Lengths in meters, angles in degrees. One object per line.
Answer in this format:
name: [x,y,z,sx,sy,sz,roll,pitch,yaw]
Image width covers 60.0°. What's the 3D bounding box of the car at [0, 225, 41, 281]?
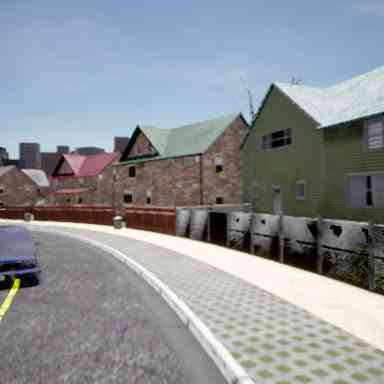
car: [-5.888,1.770,10.450,2.033,1.411,5.357,0,-1,-27]
